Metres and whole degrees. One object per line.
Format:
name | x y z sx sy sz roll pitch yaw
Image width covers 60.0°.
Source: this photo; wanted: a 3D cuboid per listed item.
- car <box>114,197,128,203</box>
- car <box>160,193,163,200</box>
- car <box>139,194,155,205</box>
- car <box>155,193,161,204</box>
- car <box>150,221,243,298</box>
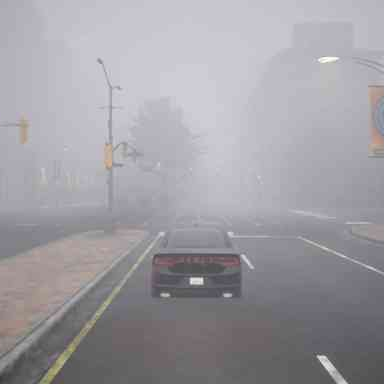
car | -14.499 1.595 67.931 1.895 1.301 4.718 0 0 0
car | -7.717 1.225 76.572 2.150 2.045 5.566 0 0 0
car | -7.873 1.505 56.562 1.837 1.490 4.892 0 0 1
car | -7.791 1.526 65.821 1.812 1.442 4.674 0 0 1
car | 0.109 1.478 8.555 1.882 1.535 5.008 0 0 1
